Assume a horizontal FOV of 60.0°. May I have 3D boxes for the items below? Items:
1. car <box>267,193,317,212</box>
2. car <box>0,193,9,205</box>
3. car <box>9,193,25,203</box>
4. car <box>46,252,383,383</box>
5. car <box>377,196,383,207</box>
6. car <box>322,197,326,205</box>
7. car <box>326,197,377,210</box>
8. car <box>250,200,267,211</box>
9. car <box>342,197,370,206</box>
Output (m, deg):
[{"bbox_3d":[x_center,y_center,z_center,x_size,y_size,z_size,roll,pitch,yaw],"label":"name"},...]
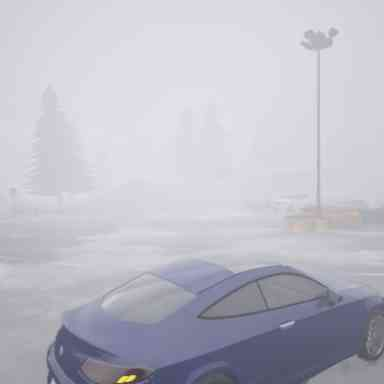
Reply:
[{"bbox_3d":[11.503,1.190,37.855,5.566,2.045,2.150,0,0,-35],"label":"car"},{"bbox_3d":[-31.851,1.211,53.868,2.150,2.045,5.566,0,0,-18],"label":"car"},{"bbox_3d":[-33.966,1.216,64.058,2.150,2.045,5.566,0,0,-11],"label":"car"},{"bbox_3d":[0.684,1.527,4.251,4.674,1.442,1.812,0,0,-36],"label":"car"},{"bbox_3d":[23.296,1.407,37.582,5.008,1.535,1.882,0,0,-35],"label":"car"},{"bbox_3d":[19.782,1.416,43.668,4.902,1.511,2.128,-1,0,-35],"label":"car"},{"bbox_3d":[15.350,1.476,32.003,4.892,1.490,1.837,0,0,-35],"label":"car"},{"bbox_3d":[9.270,1.570,40.564,4.718,1.301,1.895,0,0,-35],"label":"car"},{"bbox_3d":[25.661,1.436,52.067,4.718,1.301,1.895,-1,0,-35],"label":"car"}]
